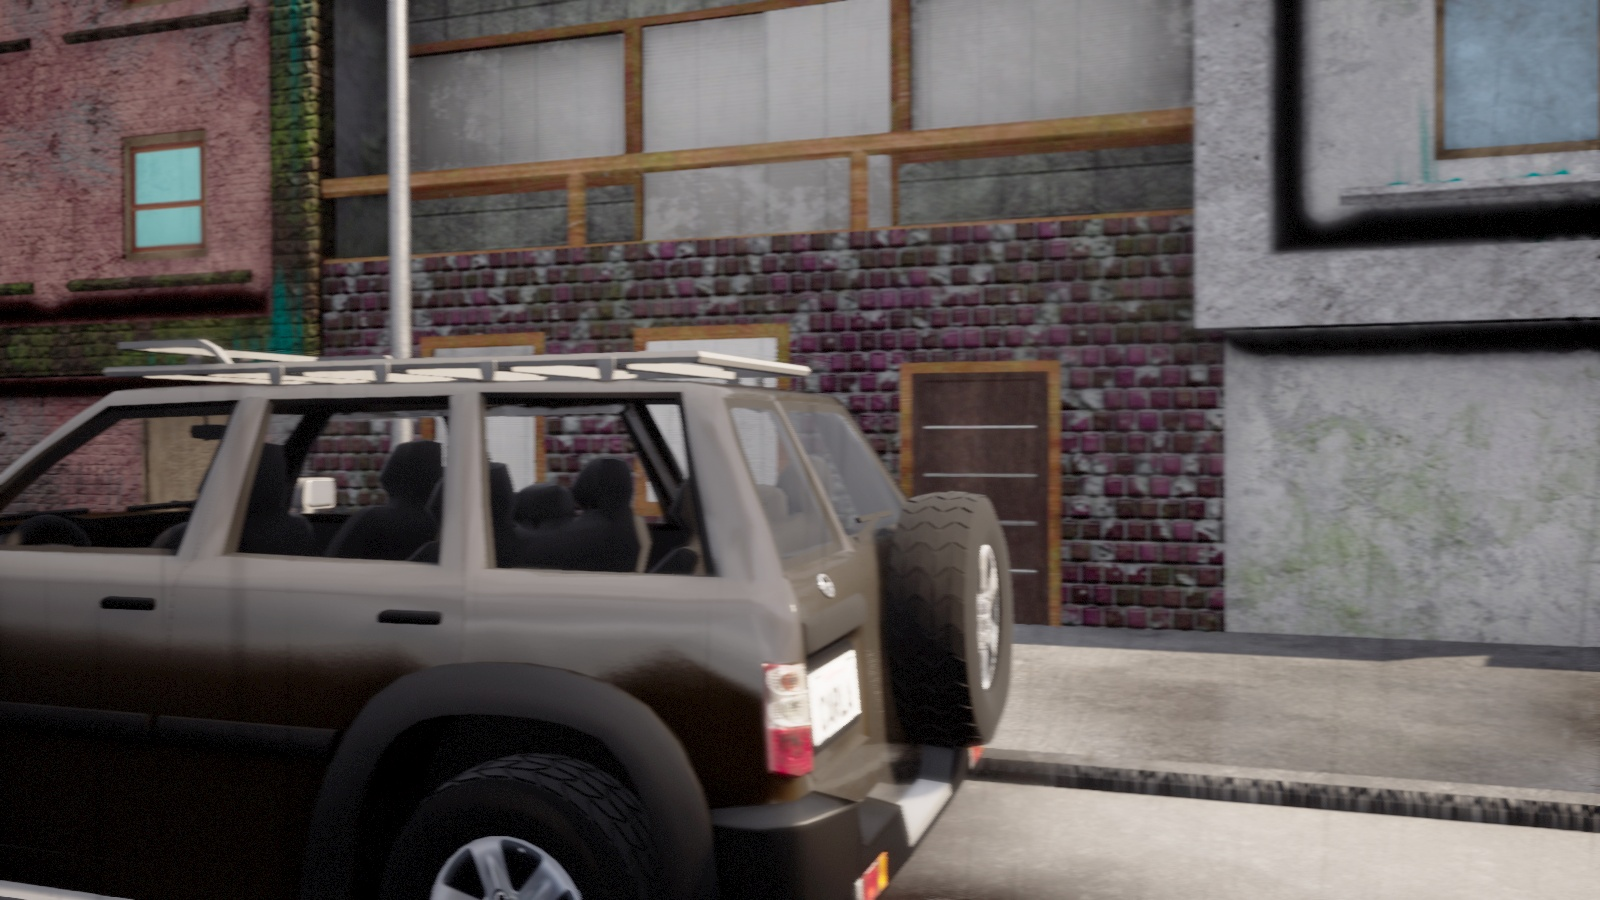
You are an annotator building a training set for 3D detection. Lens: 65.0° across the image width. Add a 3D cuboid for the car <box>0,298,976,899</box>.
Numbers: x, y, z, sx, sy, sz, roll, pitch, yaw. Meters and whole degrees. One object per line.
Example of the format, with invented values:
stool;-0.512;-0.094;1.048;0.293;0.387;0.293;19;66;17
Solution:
car;-1.858;0.575;4.342;4.605;1.855;1.932;0;1;19
